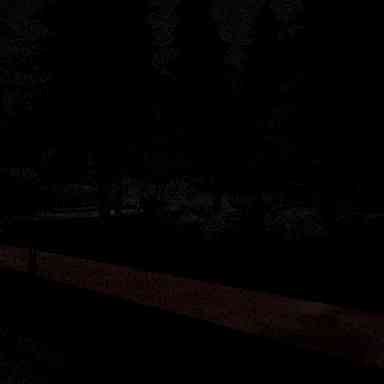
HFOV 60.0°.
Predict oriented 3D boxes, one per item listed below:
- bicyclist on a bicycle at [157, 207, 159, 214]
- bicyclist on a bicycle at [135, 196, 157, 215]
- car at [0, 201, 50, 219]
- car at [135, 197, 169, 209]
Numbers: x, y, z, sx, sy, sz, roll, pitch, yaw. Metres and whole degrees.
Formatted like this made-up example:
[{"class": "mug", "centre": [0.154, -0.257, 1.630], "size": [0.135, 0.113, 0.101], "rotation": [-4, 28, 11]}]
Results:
[{"class": "bicyclist on a bicycle", "centre": [-3.563, 1.143, 28.944], "size": [1.656, 1.620, 0.582], "rotation": [0, 0, 22]}, {"class": "bicyclist on a bicycle", "centre": [-4.125, 1.142, 28.461], "size": [1.656, 1.620, 0.582], "rotation": [0, 0, 15]}, {"class": "car", "centre": [-14.383, 1.439, 27.439], "size": [1.895, 1.301, 4.718], "rotation": [0, 0, 35]}, {"class": "car", "centre": [-4.830, 1.339, 40.776], "size": [2.128, 1.511, 4.902], "rotation": [0, 0, 35]}]
